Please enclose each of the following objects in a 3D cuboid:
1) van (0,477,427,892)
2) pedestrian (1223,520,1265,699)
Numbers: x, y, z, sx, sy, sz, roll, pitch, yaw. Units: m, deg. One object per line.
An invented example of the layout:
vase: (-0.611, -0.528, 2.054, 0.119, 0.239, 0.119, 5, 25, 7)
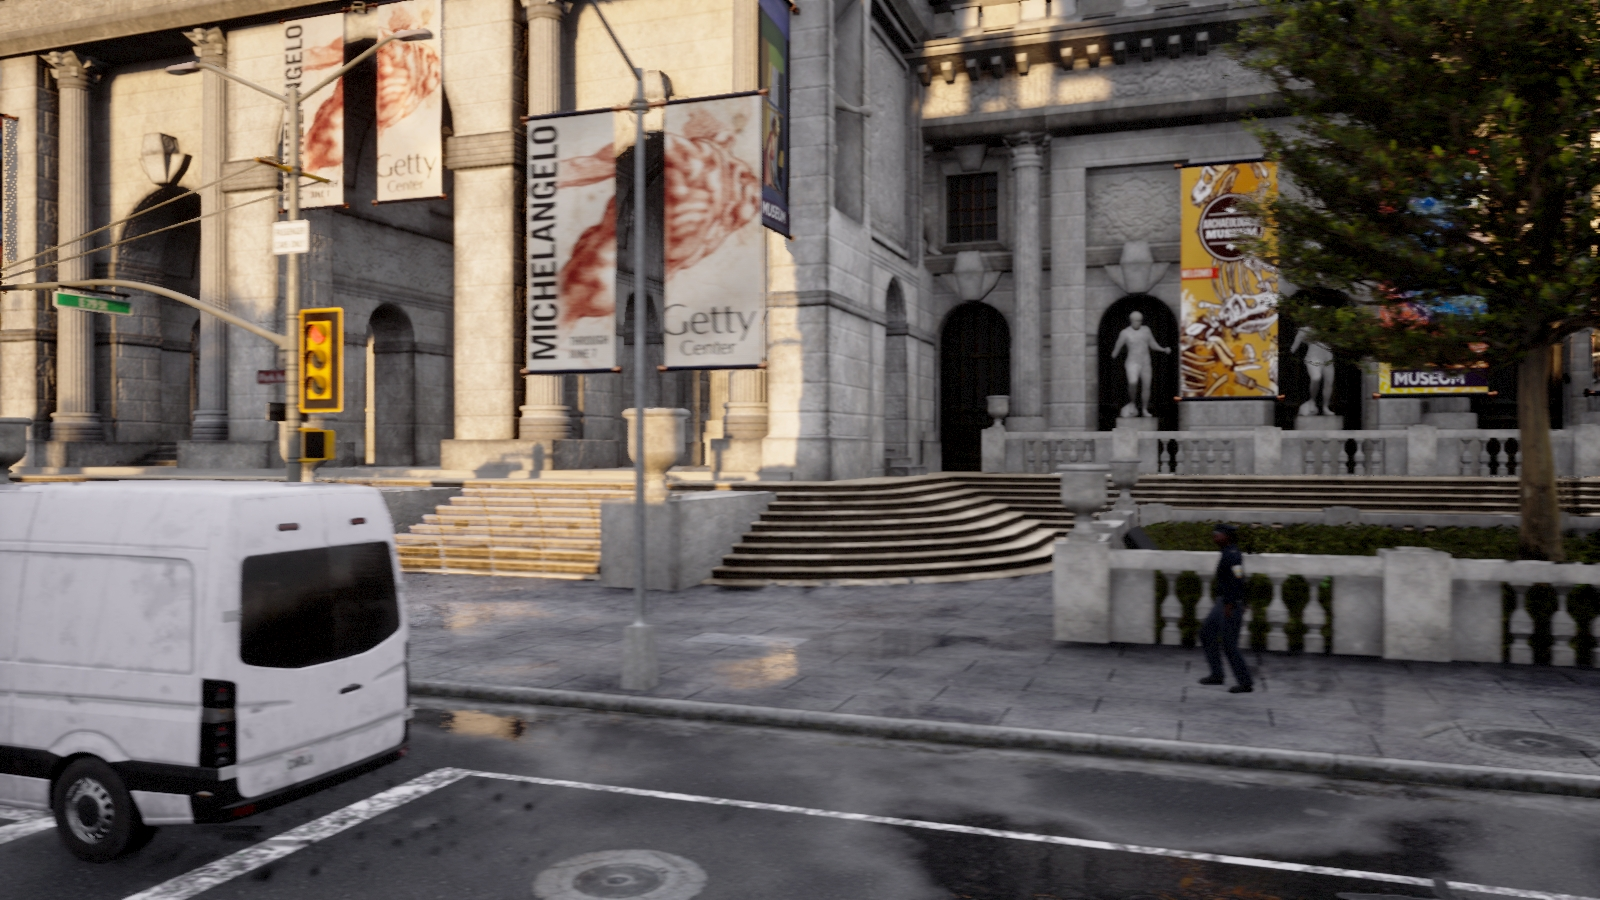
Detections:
van: (-6.111, 1.536, 9.237, 5.915, 2.561, 1.988, 0, 0, 20)
pedestrian: (4.774, 1.696, 12.290, 0.375, 1.860, 0.375, 0, 0, 14)
